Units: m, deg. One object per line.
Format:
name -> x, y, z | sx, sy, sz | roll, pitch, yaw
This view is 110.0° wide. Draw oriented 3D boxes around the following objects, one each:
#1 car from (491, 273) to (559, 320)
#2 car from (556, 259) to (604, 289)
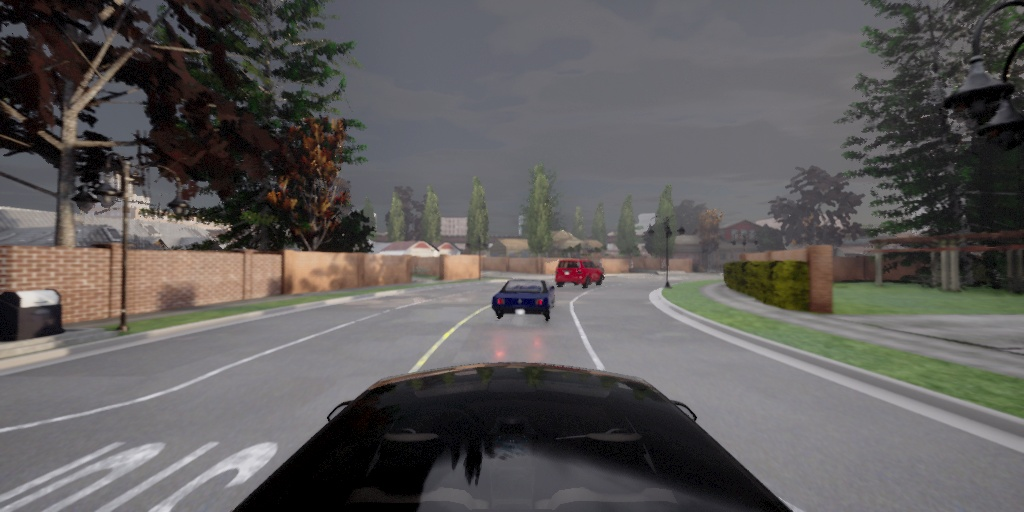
car -> 0.618, 1.494, 13.428 | 1.895, 1.301, 4.718 | 0, -1, 9
car -> 5.017, 1.266, 26.317 | 2.150, 2.045, 5.566 | -1, -1, 30
